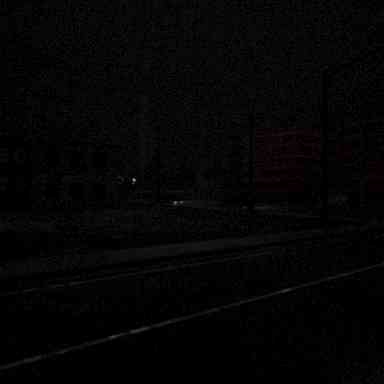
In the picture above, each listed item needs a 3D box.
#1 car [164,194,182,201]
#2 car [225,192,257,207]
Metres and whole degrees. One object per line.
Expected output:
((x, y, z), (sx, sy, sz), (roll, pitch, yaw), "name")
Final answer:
((-3.796, 1.124, 66.097), (1.837, 1.490, 4.892), (0, 1, -36), "car")
((7.338, 1.083, 50.328), (2.150, 2.045, 5.566), (0, 1, -35), "car")
